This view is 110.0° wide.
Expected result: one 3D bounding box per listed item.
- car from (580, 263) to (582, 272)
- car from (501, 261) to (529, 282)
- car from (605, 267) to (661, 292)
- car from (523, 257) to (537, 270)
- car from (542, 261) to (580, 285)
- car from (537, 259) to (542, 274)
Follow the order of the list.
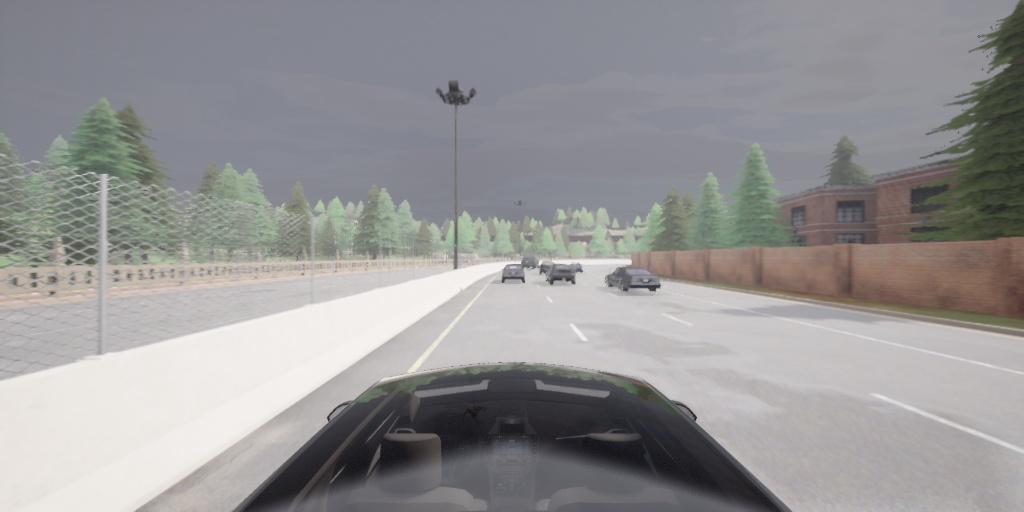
[{"bbox_3d":[8.518,1.430,48.570,1.994,1.385,4.181,0,0,10],"label":"car"},{"bbox_3d":[0.114,1.365,29.537,2.033,1.411,5.357,0,0,0],"label":"car"},{"bbox_3d":[7.104,1.348,21.530,2.033,1.411,5.357,0,0,0],"label":"car"},{"bbox_3d":[3.140,1.110,58.203,2.150,2.045,5.566,-1,0,16],"label":"car"},{"bbox_3d":[3.606,1.318,27.229,1.837,1.490,4.892,0,0,0],"label":"car"},{"bbox_3d":[4.231,1.328,42.766,1.882,1.535,5.008,0,0,6],"label":"car"}]
